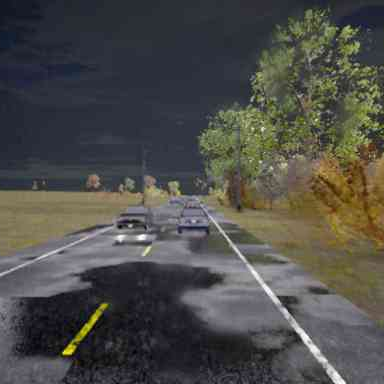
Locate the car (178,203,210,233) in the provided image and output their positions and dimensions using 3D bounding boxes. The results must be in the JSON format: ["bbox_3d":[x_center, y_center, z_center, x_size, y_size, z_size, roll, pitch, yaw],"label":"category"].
[{"bbox_3d":[0.099,1.600,20.019,2.033,1.411,5.357,0,0,0],"label":"car"}]

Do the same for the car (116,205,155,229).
[{"bbox_3d":[-3.599,1.605,22.114,2.033,1.411,5.357,0,0,0],"label":"car"}]

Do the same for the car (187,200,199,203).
[{"bbox_3d":[0.106,1.653,40.152,2.033,1.411,5.357,0,0,0],"label":"car"}]

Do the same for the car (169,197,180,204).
[{"bbox_3d":[-3.499,1.659,66.479,1.882,1.535,5.008,0,0,0],"label":"car"}]
